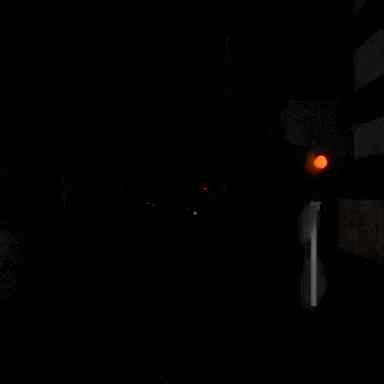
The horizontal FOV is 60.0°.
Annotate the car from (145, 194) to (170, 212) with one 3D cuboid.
[{"bbox_3d":[-4.154,1.221,39.647,2.150,2.045,5.566,0,0,0],"label":"car"}]

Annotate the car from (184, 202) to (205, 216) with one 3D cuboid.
[{"bbox_3d":[0.176,1.601,32.371,1.895,1.301,4.718,0,0,-2],"label":"car"}]
